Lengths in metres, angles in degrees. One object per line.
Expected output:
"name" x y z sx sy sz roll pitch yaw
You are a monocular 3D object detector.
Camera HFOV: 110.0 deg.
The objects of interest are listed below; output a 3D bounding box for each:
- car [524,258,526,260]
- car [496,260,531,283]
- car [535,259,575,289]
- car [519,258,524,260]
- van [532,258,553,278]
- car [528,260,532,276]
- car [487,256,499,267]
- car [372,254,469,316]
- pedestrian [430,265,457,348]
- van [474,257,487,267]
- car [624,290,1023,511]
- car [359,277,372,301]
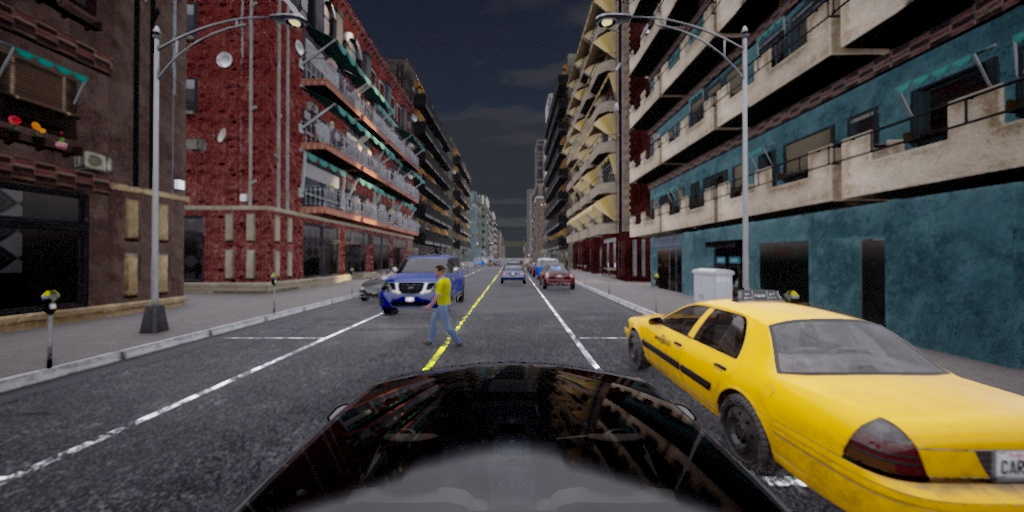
"car" 2.734 1.249 44.519 1.948 1.339 4.313 0 0 0
"car" 0.093 1.256 27.008 2.033 1.411 5.357 0 0 0
"car" 2.712 1.155 22.425 1.967 1.591 4.097 0 0 0
"car" 0.131 1.229 45.282 2.033 1.411 5.357 0 0 0
"van" 2.718 1.048 27.948 1.690 1.789 3.998 0 0 0
"car" 2.723 1.244 33.472 1.888 1.381 4.507 0 0 0
"car" -2.948 1.224 62.646 1.994 1.385 4.181 0 0 0
"car" -3.091 0.951 13.615 2.150 2.045 5.566 0 0 0
"pedestrian" -1.468 1.034 7.680 0.375 1.860 0.375 1 0 0
"van" -5.630 1.002 61.110 1.690 1.789 3.998 0 0 0
"car" 3.002 1.200 4.674 1.801 1.575 5.366 0 0 0
"car" -5.675 1.275 16.924 2.007 1.370 4.403 0 0 0
